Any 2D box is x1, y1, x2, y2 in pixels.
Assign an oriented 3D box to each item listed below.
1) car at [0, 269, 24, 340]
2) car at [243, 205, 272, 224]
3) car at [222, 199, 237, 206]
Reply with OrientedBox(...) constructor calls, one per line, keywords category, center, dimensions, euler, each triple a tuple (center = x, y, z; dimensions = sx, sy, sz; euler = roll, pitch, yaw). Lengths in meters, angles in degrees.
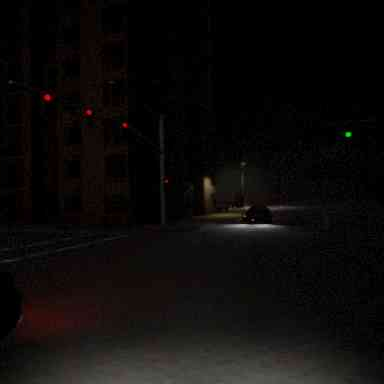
OrientedBox(category="car", center=(-4.137, 1.619, 3.288), dimensions=(2.128, 1.511, 4.902), euler=(-1, -1, 21))
OrientedBox(category="car", center=(5.551, 1.856, 27.938), dimensions=(1.812, 1.442, 4.674), euler=(-1, 0, 21))
OrientedBox(category="car", center=(8.660, 2.194, 67.847), dimensions=(5.008, 1.535, 1.882), euler=(-1, -1, 22))
